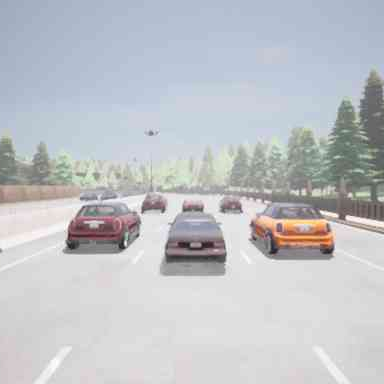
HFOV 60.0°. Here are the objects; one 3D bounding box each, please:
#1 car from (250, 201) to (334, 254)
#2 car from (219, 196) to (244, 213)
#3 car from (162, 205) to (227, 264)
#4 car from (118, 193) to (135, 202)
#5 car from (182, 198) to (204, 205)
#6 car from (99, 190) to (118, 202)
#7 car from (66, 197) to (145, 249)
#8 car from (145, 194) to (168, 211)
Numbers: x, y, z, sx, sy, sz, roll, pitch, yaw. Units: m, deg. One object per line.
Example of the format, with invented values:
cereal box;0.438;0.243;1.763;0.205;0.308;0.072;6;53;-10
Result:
car;3.595;1.187;12.755;2.097;1.767;4.553;0;1;0
car;3.589;1.126;31.300;1.812;1.442;4.674;0;1;0
car;0.097;1.403;11.218;2.033;1.411;5.357;0;1;0
car;-10.586;0.841;53.851;1.812;1.442;4.674;0;1;0
car;0.090;1.215;30.208;1.895;1.301;4.718;0;1;0
car;-14.077;0.637;56.337;2.097;1.767;4.553;0;1;0
car;-3.406;1.176;13.693;2.097;1.767;4.553;0;1;0
car;-3.411;0.955;31.100;2.097;1.767;4.553;0;1;0
